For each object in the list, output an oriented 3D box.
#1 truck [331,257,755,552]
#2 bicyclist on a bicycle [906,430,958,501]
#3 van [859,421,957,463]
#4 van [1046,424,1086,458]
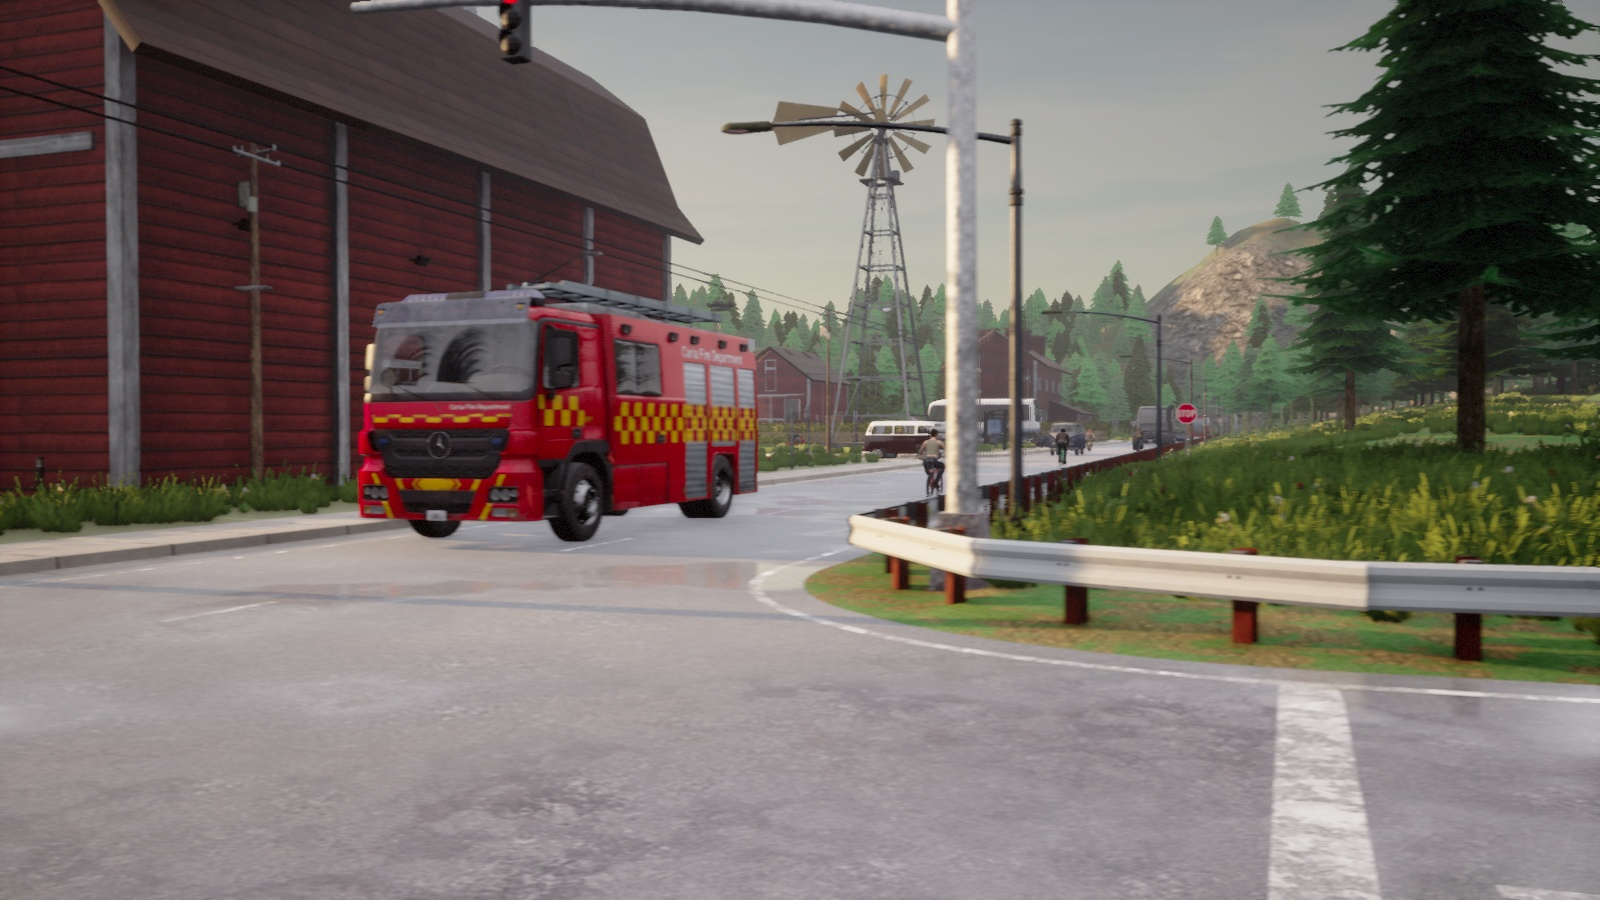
[{"bbox_3d":[-3.654,-0.658,20.743,2.891,3.827,8.468,1,1,20],"label":"truck"},{"bbox_3d":[3.081,0.333,29.244,0.866,1.612,1.509,1,1,20],"label":"bicyclist on a bicycle"},{"bbox_3d":[5.466,-0.415,63.451,4.480,2.038,2.069,0,0,29],"label":"van"},{"bbox_3d":[16.182,-0.555,76.344,1.775,1.987,4.442,1,1,20],"label":"van"}]
